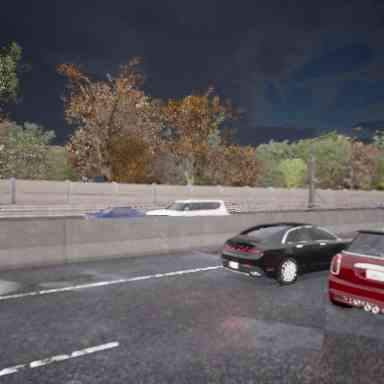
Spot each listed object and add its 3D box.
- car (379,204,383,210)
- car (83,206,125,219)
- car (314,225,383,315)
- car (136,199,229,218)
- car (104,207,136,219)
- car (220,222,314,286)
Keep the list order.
[{"bbox_3d":[30.009,2.067,49.104,5.566,2.045,2.150,1,-1,-33],"label":"car"},{"bbox_3d":[-5.824,1.810,25.203,4.674,1.442,1.812,1,-1,-34],"label":"car"},{"bbox_3d":[4.908,1.474,6.878,4.553,1.767,2.097,1,-1,-34],"label":"car"},{"bbox_3d":[-0.249,1.484,20.498,5.566,2.045,2.150,1,-1,-34],"label":"car"},{"bbox_3d":[-3.196,1.872,22.749,4.718,1.301,1.895,1,-1,-34],"label":"car"},{"bbox_3d":[3.084,1.653,9.869,4.892,1.490,1.837,1,-1,-34],"label":"car"}]
